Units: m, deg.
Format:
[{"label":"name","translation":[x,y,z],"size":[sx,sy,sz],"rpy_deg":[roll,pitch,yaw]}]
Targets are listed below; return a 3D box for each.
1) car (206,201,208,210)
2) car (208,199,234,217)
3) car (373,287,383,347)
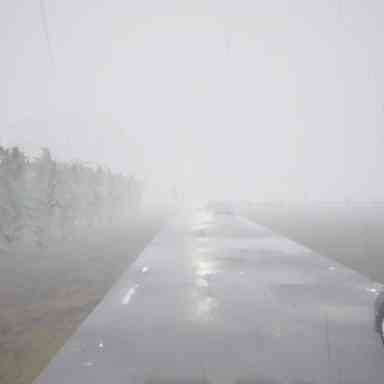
[{"label":"car","translation":[2.859,1.659,44.003],"size":[1.994,1.385,4.181],"rpy_deg":[0,0,1]},{"label":"car","translation":[2.894,1.607,31.814],"size":[2.033,1.411,5.357],"rpy_deg":[0,0,0]},{"label":"car","translation":[3.577,1.513,2.956],"size":[1.837,1.490,4.892],"rpy_deg":[0,0,0]}]
